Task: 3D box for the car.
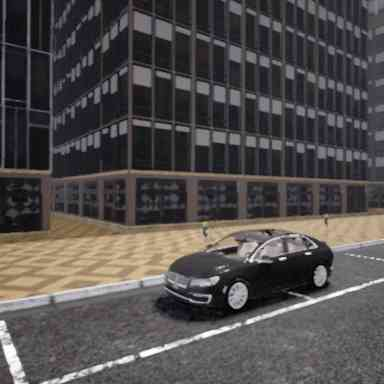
[{"bbox_3d":[1.474,1.561,7.590,4.403,1.369,2.008,0,0,-35],"label":"car"}]
